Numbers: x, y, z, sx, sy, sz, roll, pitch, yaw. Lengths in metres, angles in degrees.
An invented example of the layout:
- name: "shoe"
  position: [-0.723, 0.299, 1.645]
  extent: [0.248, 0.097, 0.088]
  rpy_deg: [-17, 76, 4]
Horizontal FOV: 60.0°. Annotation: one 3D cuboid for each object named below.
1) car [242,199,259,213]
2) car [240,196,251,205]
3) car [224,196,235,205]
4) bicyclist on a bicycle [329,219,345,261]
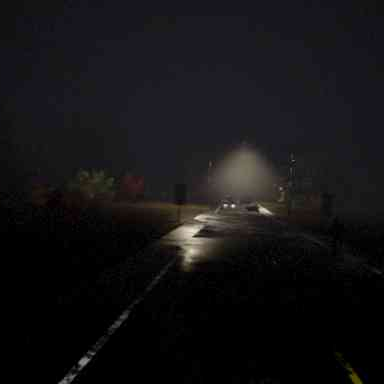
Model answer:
- name: "car"
  position: [9.496, 2.422, 52.689]
  extent: [1.994, 1.385, 4.181]
  rpy_deg: [4, 1, 6]
- name: "car"
  position: [11.617, 1.802, 71.850]
  extent: [2.150, 2.045, 5.566]
  rpy_deg: [4, 1, 6]
- name: "car"
  position: [7.929, 1.730, 70.418]
  extent: [2.097, 1.767, 4.553]
  rpy_deg: [4, 1, 6]
- name: "bicyclist on a bicycle"
  position: [5.957, 1.961, 13.711]
  extent: [0.582, 1.620, 1.656]
  rpy_deg: [4, -1, 6]
